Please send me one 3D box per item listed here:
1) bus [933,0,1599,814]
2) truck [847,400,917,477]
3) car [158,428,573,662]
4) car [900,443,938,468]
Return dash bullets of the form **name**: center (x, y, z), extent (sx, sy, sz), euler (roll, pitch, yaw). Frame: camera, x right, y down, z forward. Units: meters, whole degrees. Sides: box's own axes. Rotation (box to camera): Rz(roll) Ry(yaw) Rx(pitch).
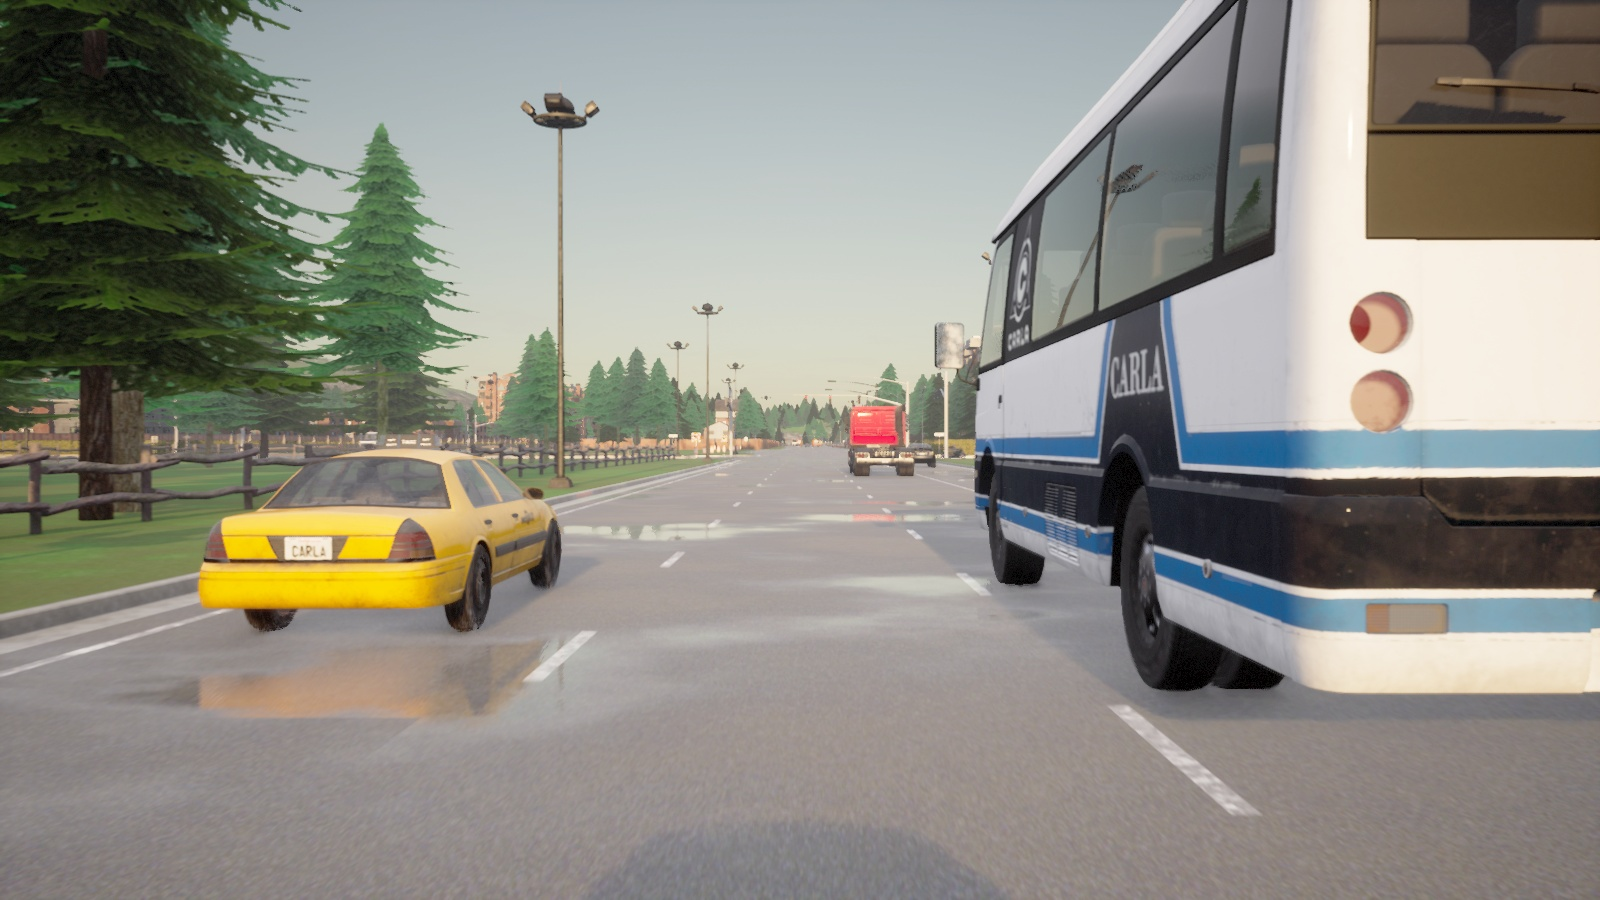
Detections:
- **bus**: center (3.575, -0.677, 10.214), extent (3.944, 4.253, 10.273), euler (0, 0, 0)
- **truck**: center (3.862, -0.526, 60.577), extent (2.891, 3.462, 7.936), euler (0, 0, 0)
- **car**: center (-3.421, 0.629, 11.161), extent (1.801, 1.575, 5.366), euler (0, 0, 0)
- **car**: center (7.467, 0.316, 79.057), extent (2.007, 1.525, 4.514), euler (0, 0, 0)
